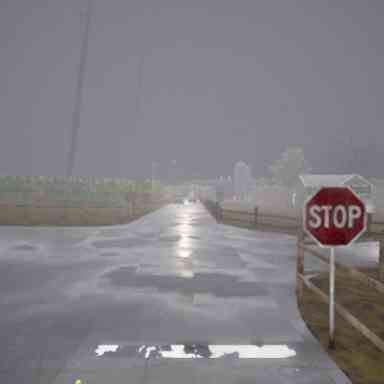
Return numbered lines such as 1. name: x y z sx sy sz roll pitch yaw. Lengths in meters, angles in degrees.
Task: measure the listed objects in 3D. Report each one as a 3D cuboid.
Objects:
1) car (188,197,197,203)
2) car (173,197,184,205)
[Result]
1. car: 0.128 1.726 71.868 2.033 1.411 5.357 0 0 0
2. car: -2.633 1.719 65.650 2.033 1.411 5.357 0 0 0
